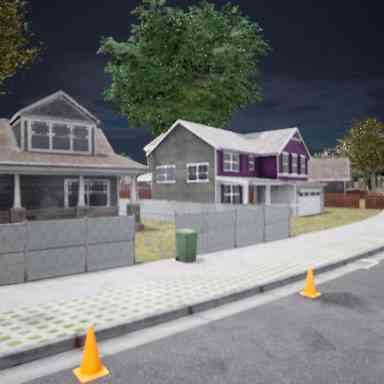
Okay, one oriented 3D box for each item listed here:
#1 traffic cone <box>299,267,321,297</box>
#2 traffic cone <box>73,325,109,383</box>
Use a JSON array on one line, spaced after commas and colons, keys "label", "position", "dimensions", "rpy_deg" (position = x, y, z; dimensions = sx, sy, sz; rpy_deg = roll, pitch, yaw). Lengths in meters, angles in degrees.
[{"label": "traffic cone", "position": [2.556, 1.914, 7.180], "dimensions": [0.340, 0.580, 0.340], "rpy_deg": [-1, 0, -40]}, {"label": "traffic cone", "position": [-1.252, 1.947, 4.122], "dimensions": [0.340, 0.580, 0.340], "rpy_deg": [0, 0, -37]}]
